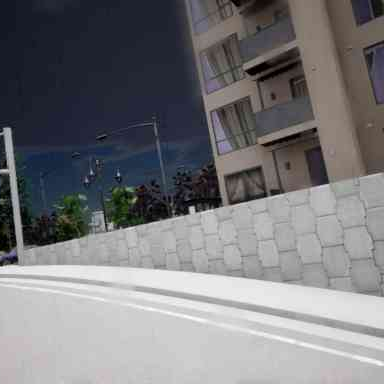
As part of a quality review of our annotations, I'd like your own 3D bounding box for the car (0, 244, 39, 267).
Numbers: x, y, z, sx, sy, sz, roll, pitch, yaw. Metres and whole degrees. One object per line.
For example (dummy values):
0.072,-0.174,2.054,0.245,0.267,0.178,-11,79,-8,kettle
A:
-15.556,5.660,29.616,2.097,1.767,4.553,-15,-9,35,car
